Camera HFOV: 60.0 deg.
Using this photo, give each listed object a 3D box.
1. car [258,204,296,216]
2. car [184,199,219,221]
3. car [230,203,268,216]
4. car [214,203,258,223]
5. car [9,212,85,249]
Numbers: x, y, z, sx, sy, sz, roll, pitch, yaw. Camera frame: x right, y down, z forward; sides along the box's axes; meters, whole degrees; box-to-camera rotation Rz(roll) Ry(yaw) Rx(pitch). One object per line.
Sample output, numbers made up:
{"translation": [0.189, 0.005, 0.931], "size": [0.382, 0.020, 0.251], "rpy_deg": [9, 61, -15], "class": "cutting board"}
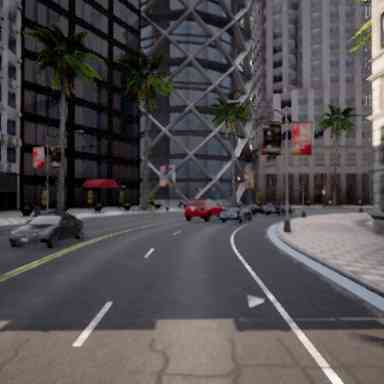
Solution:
{"translation": [10.290, 2.076, 39.159], "size": [2.033, 1.411, 5.357], "rpy_deg": [-1, -1, 41], "class": "car"}
{"translation": [1.186, 1.645, 31.667], "size": [2.150, 2.045, 5.566], "rpy_deg": [0, -1, 25], "class": "car"}
{"translation": [7.069, 2.097, 40.922], "size": [2.033, 1.411, 5.357], "rpy_deg": [-1, -1, 41], "class": "car"}
{"translation": [4.030, 1.945, 29.571], "size": [2.033, 1.411, 5.357], "rpy_deg": [0, -1, 25], "class": "car"}
{"translation": [-6.701, 1.736, 15.961], "size": [1.812, 1.442, 4.674], "rpy_deg": [0, -1, 4], "class": "car"}
